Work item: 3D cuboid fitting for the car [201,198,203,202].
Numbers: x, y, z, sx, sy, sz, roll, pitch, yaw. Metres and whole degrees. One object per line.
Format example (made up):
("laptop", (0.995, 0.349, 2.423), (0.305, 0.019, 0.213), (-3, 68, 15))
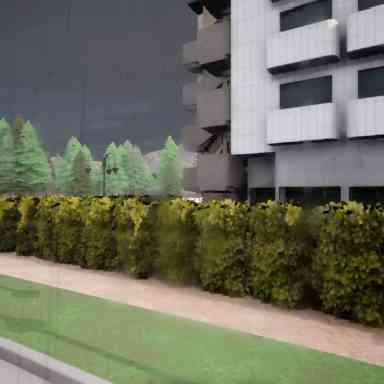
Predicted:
("car", (3.295, 1.222, 41.541), (2.150, 2.045, 5.566), (0, 0, 35))
